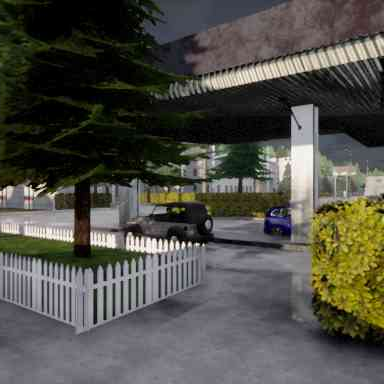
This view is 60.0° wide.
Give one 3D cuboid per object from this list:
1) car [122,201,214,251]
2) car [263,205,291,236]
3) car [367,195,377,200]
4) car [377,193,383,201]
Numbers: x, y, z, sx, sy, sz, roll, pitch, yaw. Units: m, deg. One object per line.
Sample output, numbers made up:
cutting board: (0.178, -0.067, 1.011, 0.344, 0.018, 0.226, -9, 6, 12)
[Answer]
car: (-0.981, 1.313, 13.836, 3.866, 1.878, 1.905, 0, 0, 35)
car: (5.820, 1.480, 15.985, 4.611, 1.667, 2.242, 0, 0, 35)
car: (33.036, 1.298, 60.262, 2.007, 1.523, 4.514, 0, 0, 35)
car: (25.773, 1.077, 43.521, 1.905, 1.878, 3.866, 0, 0, 35)
